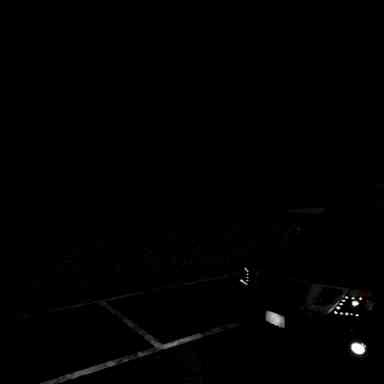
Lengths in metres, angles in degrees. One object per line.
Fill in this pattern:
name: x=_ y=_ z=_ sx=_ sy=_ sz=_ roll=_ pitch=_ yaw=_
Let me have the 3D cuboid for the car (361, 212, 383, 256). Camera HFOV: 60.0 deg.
car: x=8.627 y=1.495 z=12.813 sx=4.829 sy=1.417 sz=1.752 roll=0 pitch=0 yaw=-36

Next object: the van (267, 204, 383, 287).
van: x=4.177 y=1.322 z=9.637 sx=3.998 sy=1.788 sz=1.690 roll=0 pitch=0 yaw=-36

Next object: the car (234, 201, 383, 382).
car: x=3.271 y=1.209 z=5.715 sx=5.566 sy=2.045 sz=2.150 roll=0 pitch=0 yaw=-36
